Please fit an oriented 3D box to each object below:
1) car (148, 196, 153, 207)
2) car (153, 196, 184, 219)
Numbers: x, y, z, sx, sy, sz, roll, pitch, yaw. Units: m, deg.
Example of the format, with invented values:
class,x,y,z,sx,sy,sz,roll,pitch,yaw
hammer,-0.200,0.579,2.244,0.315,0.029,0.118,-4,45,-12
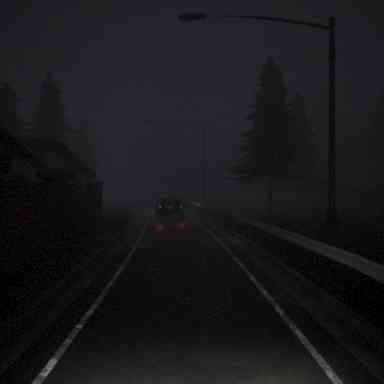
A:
class,x,y,z,sx,sy,sz,roll,pitch,yaw
car,-4.718,1.212,43.805,1.812,1.442,4.674,0,1,-11
car,-1.886,1.156,27.013,2.097,1.767,4.553,0,0,-8
